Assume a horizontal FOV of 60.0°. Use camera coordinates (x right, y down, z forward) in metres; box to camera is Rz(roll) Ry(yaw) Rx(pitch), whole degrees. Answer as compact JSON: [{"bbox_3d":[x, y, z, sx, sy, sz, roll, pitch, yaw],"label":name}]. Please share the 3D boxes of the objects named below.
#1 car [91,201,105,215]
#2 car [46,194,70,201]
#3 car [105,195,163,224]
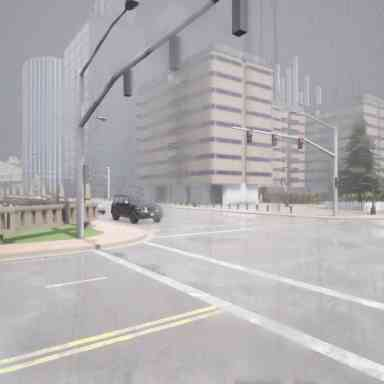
[{"bbox_3d":[-10.363,1.605,33.881,1.895,1.301,4.718,0,0,-35],"label":"car"},{"bbox_3d":[-18.056,1.228,44.696,2.150,2.045,5.566,0,0,-35],"label":"car"},{"bbox_3d":[-4.357,1.226,25.457,2.150,2.045,5.566,0,0,-36],"label":"car"}]
